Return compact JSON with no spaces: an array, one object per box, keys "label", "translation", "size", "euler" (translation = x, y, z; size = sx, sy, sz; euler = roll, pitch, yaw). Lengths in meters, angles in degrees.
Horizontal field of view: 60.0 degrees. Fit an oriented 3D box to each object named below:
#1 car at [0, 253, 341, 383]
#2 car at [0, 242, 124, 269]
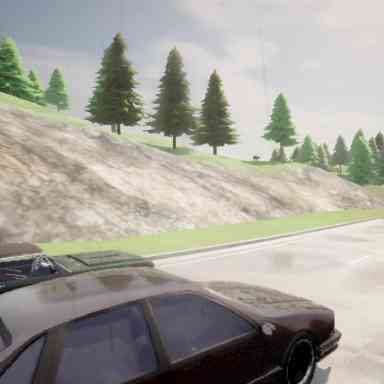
[{"label":"car","translation":[-0.641,1.547,3.331],"size":[5.357,1.411,2.033],"euler":[0,0,-39]},{"label":"car","translation":[-2.996,1.601,6.034],"size":[4.718,1.301,1.895],"euler":[0,0,-37]}]
